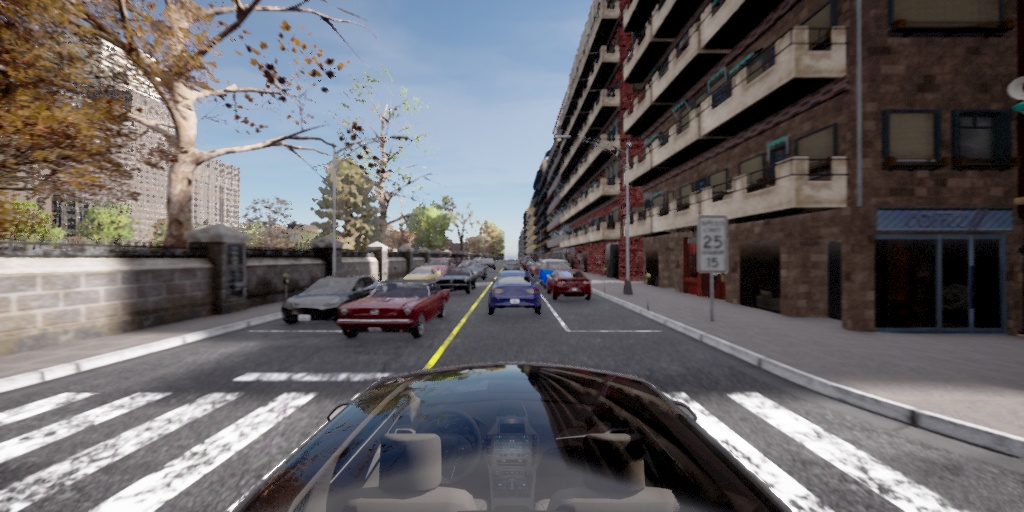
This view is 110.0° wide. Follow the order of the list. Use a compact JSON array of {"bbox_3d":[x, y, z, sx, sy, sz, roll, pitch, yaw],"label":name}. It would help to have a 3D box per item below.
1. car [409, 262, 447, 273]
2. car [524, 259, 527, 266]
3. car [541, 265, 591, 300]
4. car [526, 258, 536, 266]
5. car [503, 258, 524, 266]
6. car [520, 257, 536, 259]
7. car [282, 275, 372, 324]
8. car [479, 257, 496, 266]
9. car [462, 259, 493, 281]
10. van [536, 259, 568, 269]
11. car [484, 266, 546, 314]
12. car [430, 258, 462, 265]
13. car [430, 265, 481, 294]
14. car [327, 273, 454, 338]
[{"bbox_3d":[-5.700,1.285,23.108,1.751,1.417,4.829,0,0,0],"label":"car"},{"bbox_3d":[2.672,1.328,40.171,2.007,1.370,4.403,0,0,0],"label":"car"},{"bbox_3d":[2.683,1.301,17.650,1.888,1.381,4.507,0,0,0],"label":"car"},{"bbox_3d":[2.675,1.210,34.541,1.967,1.591,4.097,0,0,0],"label":"car"},{"bbox_3d":[-0.015,1.271,41.079,2.128,1.511,4.902,0,0,0],"label":"car"},{"bbox_3d":[2.668,1.107,51.431,2.192,1.841,5.009,0,0,0],"label":"car"},{"bbox_3d":[-5.695,1.319,12.016,1.948,1.339,4.313,0,0,0],"label":"car"},{"bbox_3d":[-3.021,0.980,46.150,1.882,1.535,5.008,0,0,0],"label":"car"},{"bbox_3d":[-3.089,1.259,30.825,2.128,1.511,4.902,0,0,0],"label":"car"},{"bbox_3d":[2.681,1.101,23.281,1.690,1.789,3.998,0,0,0],"label":"van"},{"bbox_3d":[0.092,1.280,13.757,1.812,1.442,4.674,0,0,0],"label":"car"},{"bbox_3d":[-5.703,1.079,28.907,2.192,1.841,5.009,0,0,0],"label":"car"},{"bbox_3d":[-3.086,1.359,20.480,1.895,1.301,4.718,0,0,0],"label":"car"},{"bbox_3d":[-3.098,1.353,10.318,1.895,1.301,4.718,0,0,0],"label":"car"}]
